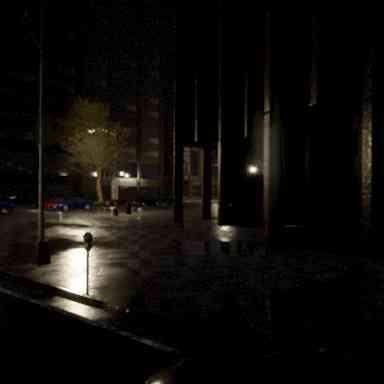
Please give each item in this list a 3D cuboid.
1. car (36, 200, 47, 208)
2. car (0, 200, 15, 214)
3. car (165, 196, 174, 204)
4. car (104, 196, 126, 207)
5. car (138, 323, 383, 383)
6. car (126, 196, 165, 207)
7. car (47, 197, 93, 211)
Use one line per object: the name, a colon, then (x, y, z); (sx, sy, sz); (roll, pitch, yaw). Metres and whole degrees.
car: (-16.211, 1.348, 39.464); (1.994, 1.385, 4.181); (1, 0, 34)
car: (-18.717, 1.358, 30.279); (1.812, 1.442, 4.674); (1, 0, 37)
car: (-3.910, 1.342, 56.733); (1.895, 1.301, 4.718); (1, 0, 36)
car: (-10.384, 1.288, 47.662); (1.812, 1.442, 4.674); (1, 0, 35)
car: (1.456, 1.566, 1.922); (4.313, 1.339, 1.947); (0, 0, 35)
car: (-6.548, 1.292, 47.450); (1.837, 1.490, 4.892); (1, 0, 36)
car: (-13.459, 1.338, 37.711); (1.812, 1.442, 4.674); (1, 0, 35)
